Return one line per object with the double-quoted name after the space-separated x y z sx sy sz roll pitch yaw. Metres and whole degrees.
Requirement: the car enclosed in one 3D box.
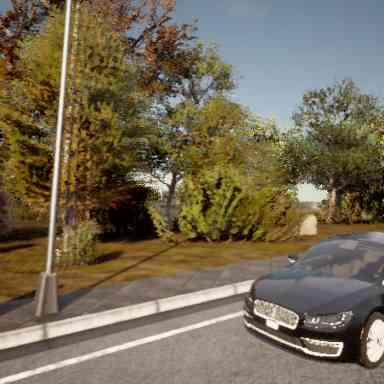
3.051 1.528 5.855 4.892 1.490 1.837 0 0 -35 "car"
